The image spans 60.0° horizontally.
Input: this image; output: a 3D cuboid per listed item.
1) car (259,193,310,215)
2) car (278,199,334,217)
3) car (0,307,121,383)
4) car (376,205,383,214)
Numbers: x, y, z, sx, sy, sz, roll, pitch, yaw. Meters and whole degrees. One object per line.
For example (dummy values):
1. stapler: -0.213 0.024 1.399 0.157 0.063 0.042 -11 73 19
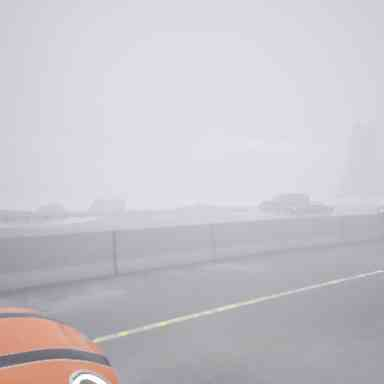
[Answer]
1. car: 9.477 1.148 33.455 5.566 2.045 2.150 0 0 -26
2. car: 10.457 1.535 30.048 4.718 1.301 1.895 0 0 -26
3. car: -2.611 1.343 1.758 4.553 1.767 2.097 0 0 -36
4. car: 18.881 1.450 29.996 4.892 1.490 1.837 0 0 -23
